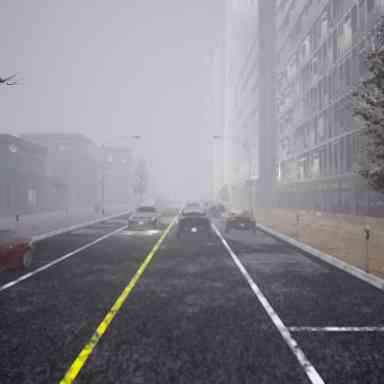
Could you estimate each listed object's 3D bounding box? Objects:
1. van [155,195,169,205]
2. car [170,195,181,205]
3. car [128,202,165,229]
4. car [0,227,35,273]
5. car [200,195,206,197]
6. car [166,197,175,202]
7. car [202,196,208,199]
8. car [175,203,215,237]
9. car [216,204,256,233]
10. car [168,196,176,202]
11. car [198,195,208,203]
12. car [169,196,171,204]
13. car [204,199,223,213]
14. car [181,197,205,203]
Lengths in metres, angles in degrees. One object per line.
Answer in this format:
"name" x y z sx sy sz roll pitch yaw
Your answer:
"van" -5.669 1.616 59.599 1.690 1.788 3.998 1 0 0
"car" -2.993 1.837 66.050 2.128 1.511 4.902 0 0 0
"car" -3.097 1.629 22.618 1.812 1.442 4.674 0 0 0
"car" -5.712 1.623 8.804 1.802 1.307 4.206 1 0 0
"car" 2.711 1.795 76.474 1.967 1.590 4.097 1 0 0
"car" -5.669 1.959 87.818 2.008 1.369 4.403 1 0 0
"car" 2.707 1.814 53.897 1.947 1.339 4.313 1 0 0
"car" 0.103 1.593 18.726 1.837 1.490 4.892 0 0 0
"car" 2.704 1.637 20.033 1.887 1.381 4.507 1 0 0
"car" -5.668 1.980 93.461 1.887 1.381 4.507 1 0 0
"car" 2.714 1.696 82.118 2.192 1.841 5.009 1 0 0
"car" -5.672 1.884 65.242 1.802 1.307 4.206 1 0 0
"car" 2.705 1.736 36.964 1.947 1.339 4.313 1 0 0
"car" 0.105 1.681 41.297 2.128 1.511 4.902 0 0 0
